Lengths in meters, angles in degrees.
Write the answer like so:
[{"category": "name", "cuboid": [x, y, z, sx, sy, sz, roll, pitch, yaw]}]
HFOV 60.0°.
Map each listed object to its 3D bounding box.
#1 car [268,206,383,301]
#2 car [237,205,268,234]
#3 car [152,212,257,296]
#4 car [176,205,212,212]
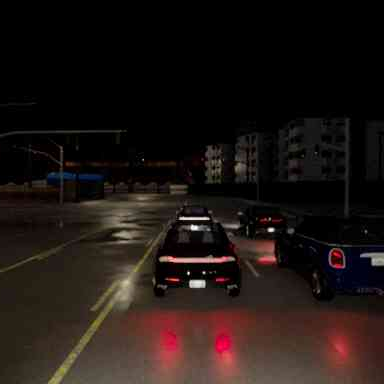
[{"category": "car", "cuboid": [3.608, 1.353, 8.515, 2.097, 1.767, 4.553, 0, 0, 0]}, {"category": "car", "cuboid": [3.616, 1.478, 17.637, 1.837, 1.490, 4.892, 0, 0, 0]}, {"category": "car", "cuboid": [0.106, 1.492, 8.609, 2.128, 1.511, 4.902, 0, 0, 0]}, {"category": "car", "cuboid": [0.117, 1.460, 18.021, 2.128, 1.511, 4.902, 0, 0, 0]}]
